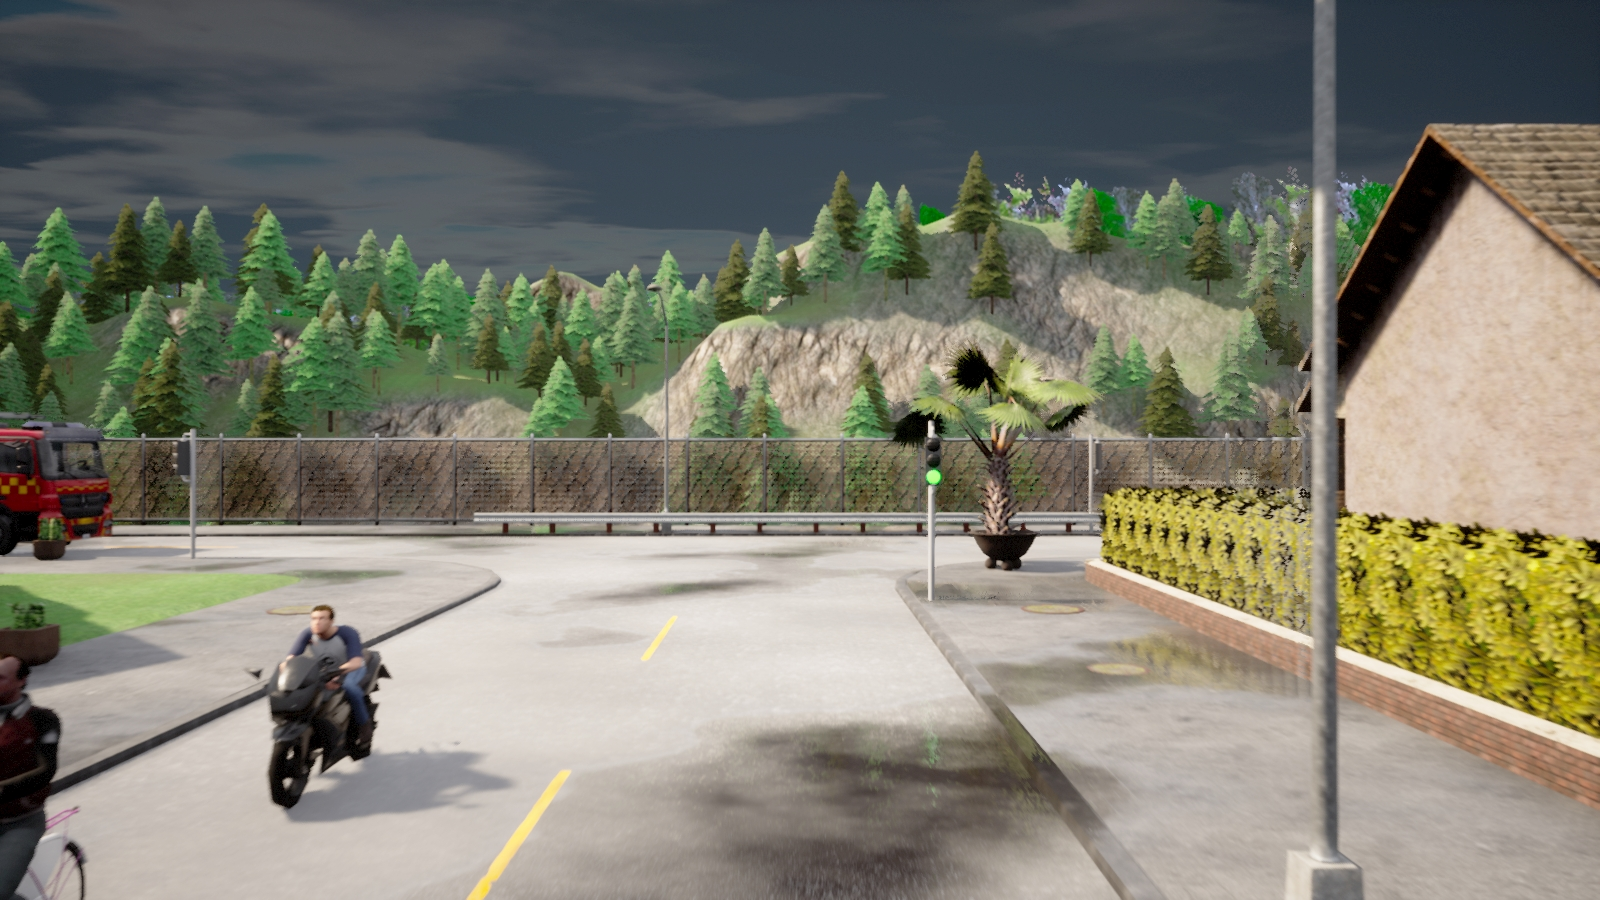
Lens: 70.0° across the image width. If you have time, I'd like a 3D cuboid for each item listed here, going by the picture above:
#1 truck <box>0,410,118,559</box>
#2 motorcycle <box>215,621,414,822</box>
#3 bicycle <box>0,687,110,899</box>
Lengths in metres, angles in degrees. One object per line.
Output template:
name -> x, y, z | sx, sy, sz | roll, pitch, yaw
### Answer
truck -> -23.574, 0.891, 30.937 | 8.468, 3.827, 2.891 | 0, 0, 0
motorcycle -> -3.986, 2.186, 9.583 | 0.803, 1.199, 2.033 | 0, 0, 0
bicycle -> -4.031, 2.060, 5.491 | 0.329, 1.471, 1.835 | 0, 0, -1
